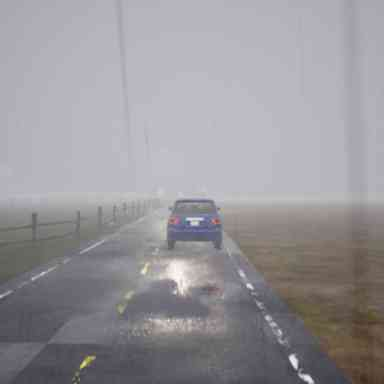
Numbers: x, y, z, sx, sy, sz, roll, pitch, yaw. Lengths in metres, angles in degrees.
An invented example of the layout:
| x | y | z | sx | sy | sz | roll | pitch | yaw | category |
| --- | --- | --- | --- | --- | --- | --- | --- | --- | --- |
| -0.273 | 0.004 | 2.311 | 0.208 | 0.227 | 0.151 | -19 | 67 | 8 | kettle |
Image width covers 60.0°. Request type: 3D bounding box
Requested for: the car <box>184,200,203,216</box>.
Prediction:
| x | y | z | sx | sy | sz | roll | pitch | yaw | category |
| --- | --- | --- | --- | --- | --- | --- | --- | --- | --- |
| 0.104 | 1.581 | 33.750 | 1.812 | 1.442 | 4.674 | 0 | 0 | 0 | car |

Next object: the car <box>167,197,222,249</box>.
| x | y | z | sx | sy | sz | roll | pitch | yaw | category |
| --- | --- | --- | --- | --- | --- | --- | --- | --- | --- |
| 0.103 | 1.241 | 14.845 | 2.150 | 2.045 | 5.566 | 0 | 0 | 0 | car |
